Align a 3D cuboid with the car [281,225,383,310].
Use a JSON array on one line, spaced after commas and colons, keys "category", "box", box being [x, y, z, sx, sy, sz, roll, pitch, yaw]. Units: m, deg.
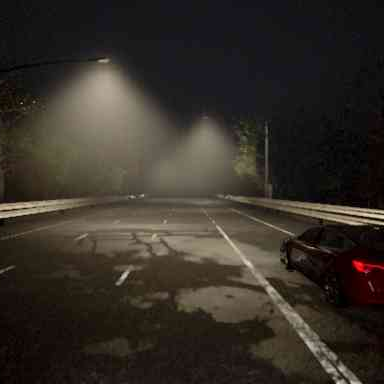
[{"category": "car", "box": [3.593, 1.473, 7.814, 2.163, 1.488, 4.792, 0, 0, -1]}]
